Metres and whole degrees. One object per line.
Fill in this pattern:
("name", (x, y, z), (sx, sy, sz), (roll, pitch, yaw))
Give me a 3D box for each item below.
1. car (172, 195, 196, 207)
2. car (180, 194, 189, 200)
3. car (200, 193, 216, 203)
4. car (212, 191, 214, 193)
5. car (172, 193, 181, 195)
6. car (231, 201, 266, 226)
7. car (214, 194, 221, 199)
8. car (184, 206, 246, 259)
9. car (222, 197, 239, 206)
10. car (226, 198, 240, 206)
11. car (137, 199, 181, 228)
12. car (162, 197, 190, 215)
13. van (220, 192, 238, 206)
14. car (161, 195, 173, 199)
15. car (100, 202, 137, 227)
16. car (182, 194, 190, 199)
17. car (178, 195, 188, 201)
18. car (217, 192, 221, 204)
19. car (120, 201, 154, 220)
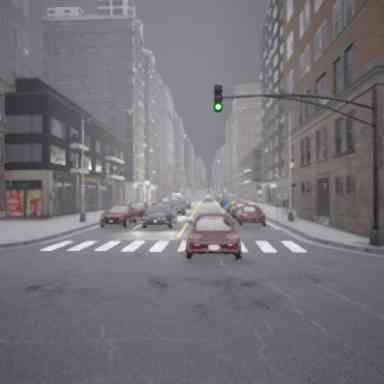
("car", (-1.010, 1.407, 42.037), (2.033, 1.411, 5.357), (0, 0, 3))
("car", (-1.870, 1.293, 84.502), (1.947, 1.339, 4.313), (0, 0, 3))
("car", (2.929, 1.309, 61.579), (2.033, 1.411, 5.357), (0, 0, 3))
("car", (6.384, 0.992, 78.437), (2.192, 1.841, 5.009), (0, 0, 3))
("car", (-3.176, 1.271, 56.167), (1.967, 1.590, 4.097), (0, 0, 3))
("car", (3.772, 1.472, 21.765), (1.802, 1.307, 4.206), (0, 0, 3))
("car", (6.915, 1.160, 89.942), (1.752, 1.417, 4.829), (0, 0, 3))
("car", (0.777, 1.504, 12.484), (1.812, 1.442, 4.674), (0, 1, 3))
("car", (4.294, 1.427, 33.099), (1.802, 1.307, 4.206), (0, 0, 3))
("car", (4.033, 1.449, 27.432), (1.802, 1.307, 4.206), (0, 0, 3))
("car", (-2.011, 1.444, 21.659), (1.837, 1.490, 4.892), (0, 0, 3))
("car", (-1.545, 1.464, 31.613), (1.994, 1.385, 4.181), (0, 0, 3))
("van", (4.556, 1.164, 38.766), (1.690, 1.788, 3.998), (0, 0, 3))
("car", (-3.699, 1.455, 44.834), (1.802, 1.307, 4.206), (0, 0, 3))
("car", (-4.744, 1.505, 22.167), (1.887, 1.381, 4.507), (0, 0, 3))
("car", (-1.609, 1.251, 90.168), (1.887, 1.381, 4.507), (0, 0, 3))
("car", (-2.132, 1.314, 78.835), (1.947, 1.339, 4.313), (0, 0, 3))
("car", (4.817, 1.117, 44.433), (2.192, 1.841, 5.009), (0, 0, 3))
("car", (-4.483, 1.483, 27.834), (1.887, 1.381, 4.507), (0, 0, 3))
